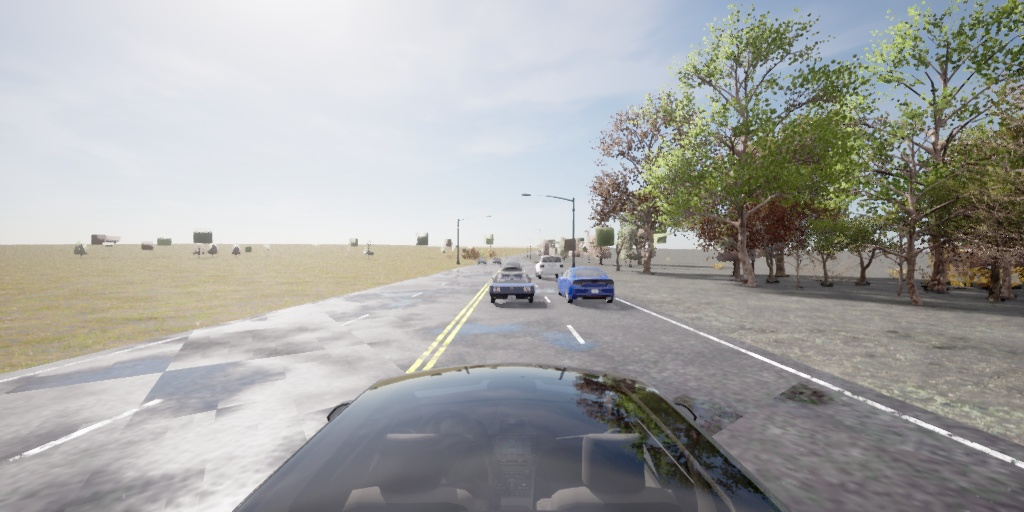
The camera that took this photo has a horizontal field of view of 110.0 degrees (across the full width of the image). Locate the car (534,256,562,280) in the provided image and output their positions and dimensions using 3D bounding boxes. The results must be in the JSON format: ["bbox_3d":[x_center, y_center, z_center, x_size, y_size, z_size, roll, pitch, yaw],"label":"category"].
[{"bbox_3d":[3.243,0.987,31.532,2.150,2.045,5.566,0,0,0],"label":"car"}]

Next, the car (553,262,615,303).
[{"bbox_3d":[3.244,1.224,16.498,1.882,1.535,5.008,0,0,0],"label":"car"}]

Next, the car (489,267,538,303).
[{"bbox_3d":[0.000,1.363,16.530,1.895,1.301,4.718,0,0,0],"label":"car"}]

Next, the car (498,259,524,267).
[{"bbox_3d":[0.000,1.254,31.500,1.837,1.490,4.892,0,0,0],"label":"car"}]
